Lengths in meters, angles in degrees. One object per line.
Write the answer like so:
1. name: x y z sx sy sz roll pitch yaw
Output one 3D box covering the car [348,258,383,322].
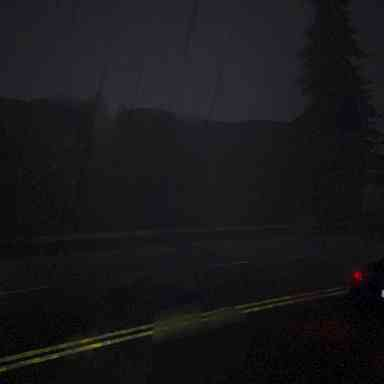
1. car: 4.874 1.564 5.935 4.181 1.385 1.994 0 0 -25
